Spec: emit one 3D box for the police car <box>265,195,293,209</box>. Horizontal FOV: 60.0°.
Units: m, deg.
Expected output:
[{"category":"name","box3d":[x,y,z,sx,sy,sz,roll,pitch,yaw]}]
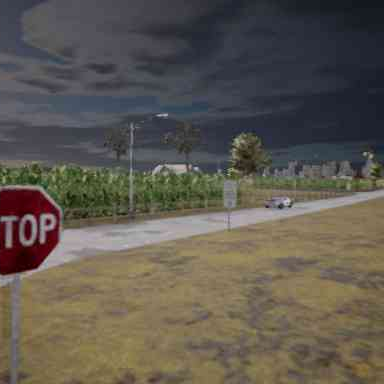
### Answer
[{"category":"police car","box3d":[10.480,1.234,40.187,2.038,1.542,4.974,2,2,36]}]
